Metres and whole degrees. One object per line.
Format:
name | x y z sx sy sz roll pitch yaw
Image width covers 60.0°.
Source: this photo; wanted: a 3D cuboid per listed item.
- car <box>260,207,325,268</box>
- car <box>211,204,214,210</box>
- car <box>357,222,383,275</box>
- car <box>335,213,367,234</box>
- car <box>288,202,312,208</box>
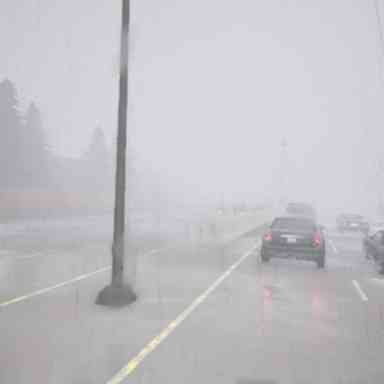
car | 3.973 1.646 12.900 2.097 1.767 4.553 1 -1 19
car | 4.696 2.453 58.308 1.837 1.490 4.892 1 -1 20
car | 7.112 1.963 11.307 1.895 1.301 4.718 1 -1 19
car | 11.429 2.209 23.943 2.033 1.411 5.357 1 -1 19
car | 8.480 1.830 26.072 2.150 2.045 5.566 1 -1 20
